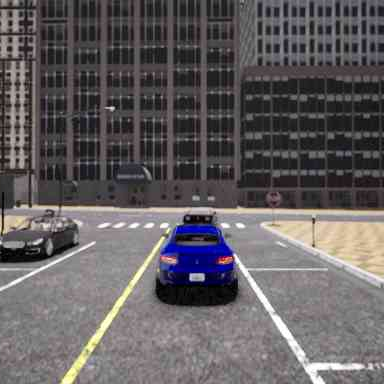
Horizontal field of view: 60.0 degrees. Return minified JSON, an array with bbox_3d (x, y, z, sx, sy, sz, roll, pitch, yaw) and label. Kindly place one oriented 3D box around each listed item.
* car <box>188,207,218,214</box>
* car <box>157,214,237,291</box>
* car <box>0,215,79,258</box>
[{"bbox_3d":[0.734,1.700,22.834,1.895,1.301,4.718,0,0,9],"label":"car"},{"bbox_3d":[0.129,1.565,9.024,1.812,1.442,4.674,0,0,1],"label":"car"},{"bbox_3d":[-5.779,1.608,12.974,2.008,1.369,4.403,1,0,0],"label":"car"}]
